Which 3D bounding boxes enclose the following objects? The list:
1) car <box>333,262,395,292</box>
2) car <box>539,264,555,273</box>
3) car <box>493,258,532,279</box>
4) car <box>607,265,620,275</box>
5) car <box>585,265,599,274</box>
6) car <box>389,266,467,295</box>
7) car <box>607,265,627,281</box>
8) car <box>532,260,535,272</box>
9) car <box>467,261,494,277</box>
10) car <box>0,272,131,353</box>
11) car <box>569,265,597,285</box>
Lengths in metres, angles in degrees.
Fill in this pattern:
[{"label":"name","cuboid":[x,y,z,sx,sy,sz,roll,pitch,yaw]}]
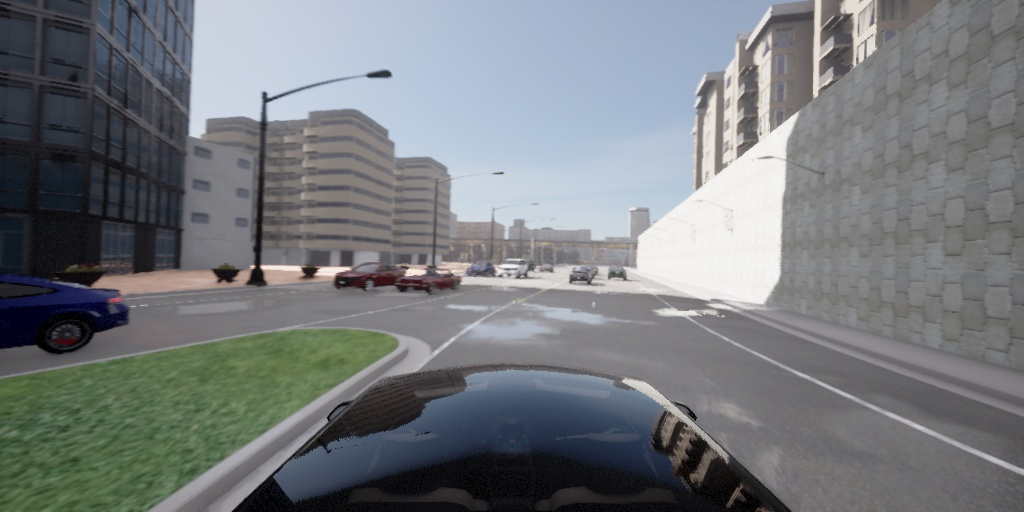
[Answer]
[{"label":"car","cuboid":[-7.942,1.112,20.550,1.882,1.535,5.008,2,-1,15]},{"label":"car","cuboid":[5.680,1.976,58.396,1.812,1.442,4.674,2,-1,15]},{"label":"car","cuboid":[0.203,1.294,37.760,2.150,2.045,5.566,2,0,15]},{"label":"car","cuboid":[17.262,2.374,61.187,2.128,1.511,4.902,2,-1,15]},{"label":"car","cuboid":[13.876,2.327,62.074,2.033,1.411,5.357,2,-1,15]},{"label":"car","cuboid":[-4.484,1.352,19.961,1.895,1.301,4.718,2,0,15]},{"label":"car","cuboid":[12.276,1.889,42.042,2.097,1.767,4.553,2,-1,15]},{"label":"car","cuboid":[2.299,1.554,59.244,2.150,2.045,5.566,2,-1,15]},{"label":"car","cuboid":[-3.267,1.307,38.320,2.097,1.767,4.553,2,0,15]},{"label":"car","cuboid":[-9.276,0.982,5.586,1.812,1.442,4.674,2,0,21]},{"label":"car","cuboid":[6.226,1.729,32.400,2.128,1.511,4.902,2,-1,15]}]
